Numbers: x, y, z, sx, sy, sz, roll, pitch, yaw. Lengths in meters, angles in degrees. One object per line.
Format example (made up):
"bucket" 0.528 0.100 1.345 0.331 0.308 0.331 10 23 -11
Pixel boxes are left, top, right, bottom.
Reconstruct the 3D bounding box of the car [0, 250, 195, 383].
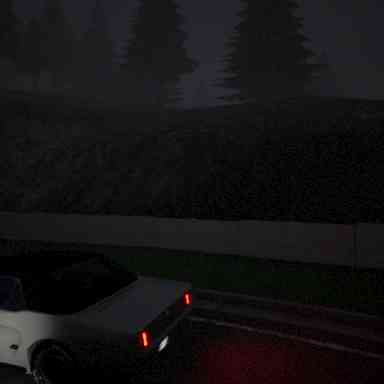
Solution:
"car" -2.454 1.547 4.780 4.718 1.301 1.895 0 1 19
